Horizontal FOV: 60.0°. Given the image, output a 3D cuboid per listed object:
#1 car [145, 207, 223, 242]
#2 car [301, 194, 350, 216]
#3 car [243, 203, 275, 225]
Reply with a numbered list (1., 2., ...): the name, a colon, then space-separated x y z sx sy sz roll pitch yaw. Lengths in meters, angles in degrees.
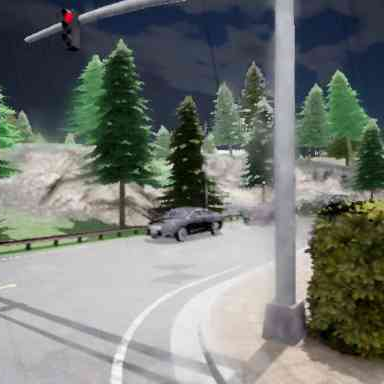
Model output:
1. car: -0.265 1.533 16.910 2.128 1.511 4.902 0 0 36
2. car: 13.063 1.258 32.177 5.566 2.045 2.150 0 0 -33
3. car: 5.526 1.567 24.742 1.812 1.442 4.674 0 0 37
